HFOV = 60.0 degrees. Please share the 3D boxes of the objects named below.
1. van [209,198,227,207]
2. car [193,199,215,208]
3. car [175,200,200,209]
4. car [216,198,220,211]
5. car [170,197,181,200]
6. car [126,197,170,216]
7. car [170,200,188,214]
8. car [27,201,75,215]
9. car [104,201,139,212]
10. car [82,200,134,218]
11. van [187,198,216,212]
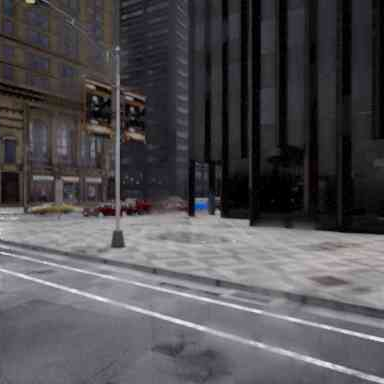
[{"bbox_3d":[5.042,1.947,63.470,1.690,1.788,3.998,-1,-1,36],"label":"van"},{"bbox_3d":[2.198,1.980,59.495,1.967,1.590,4.097,-1,-1,36],"label":"car"},{"bbox_3d":[-0.645,2.019,55.521,1.887,1.381,4.507,-1,-1,36],"label":"car"},{"bbox_3d":[3.925,1.752,47.220,2.192,1.841,5.009,-1,-1,36],"label":"car"},{"bbox_3d":[-3.490,1.723,51.552,2.192,1.841,5.009,-1,-1,36],"label":"car"},{"bbox_3d":[-4.972,1.544,34.821,2.192,1.841,5.009,-1,-1,36],"label":"car"},{"bbox_3d":[-2.006,1.880,38.949,1.802,1.307,4.206,-1,-1,36],"label":"car"},{"bbox_3d":[-14.964,1.665,35.519,1.752,1.417,4.829,-1,-1,36],"label":"car"},{"bbox_3d":[-9.177,1.826,43.602,2.008,1.369,4.403,-1,-1,36],"label":"car"},{"bbox_3d":[-7.938,1.704,30.684,1.887,1.381,4.507,-1,-1,36],"label":"car"},{"bbox_3d":[0.960,1.709,43.087,1.690,1.788,3.998,-1,-1,36],"label":"van"}]
